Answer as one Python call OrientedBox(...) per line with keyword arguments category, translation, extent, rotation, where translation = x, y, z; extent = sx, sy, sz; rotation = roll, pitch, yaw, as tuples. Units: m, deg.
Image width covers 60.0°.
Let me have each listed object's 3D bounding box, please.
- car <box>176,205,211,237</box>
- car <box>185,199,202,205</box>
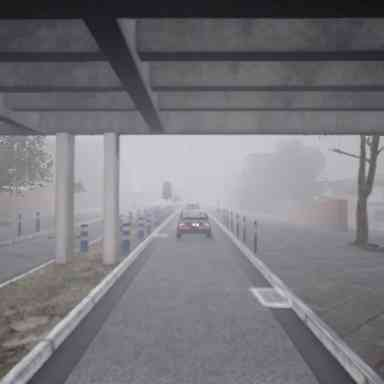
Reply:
OrientedBox(category="car", translation=(0.091, 1.667, 18.681), extent=(2.033, 1.411, 5.357), rotation=(0, -1, 0))
OrientedBox(category="car", translation=(0.093, 1.971, 42.625), extent=(1.837, 1.490, 4.892), rotation=(0, -1, 0))
